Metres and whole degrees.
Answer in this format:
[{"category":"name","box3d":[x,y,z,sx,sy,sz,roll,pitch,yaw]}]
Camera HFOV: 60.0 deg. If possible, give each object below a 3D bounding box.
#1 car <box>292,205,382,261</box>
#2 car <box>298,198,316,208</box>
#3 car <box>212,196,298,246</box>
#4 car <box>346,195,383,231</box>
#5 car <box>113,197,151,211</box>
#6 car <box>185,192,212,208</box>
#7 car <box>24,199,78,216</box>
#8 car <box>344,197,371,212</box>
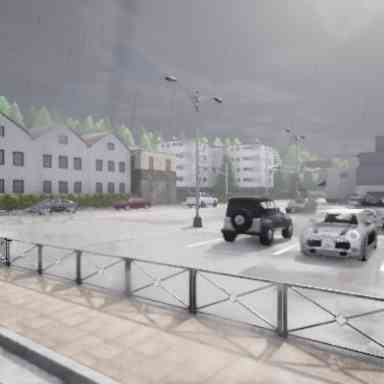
[{"category":"car","box3d":[5.128,1.366,11.493,1.970,1.475,3.806,0,0,35]},{"category":"car","box3d":[10.073,1.318,30.629,2.007,1.523,4.514,0,0,35]},{"category":"car","box3d":[2.762,1.089,13.908,1.905,1.878,3.866,0,0,35]},{"category":"car","box3d":[9.981,1.102,18.447,1.932,1.855,4.605,0,0,35]},{"category":"car","box3d":[-7.025,1.349,39.229,1.882,1.535,5.008,0,0,35]},{"category":"car","box3d":[1.348,1.084,44.991,2.150,2.045,5.566,0,0,35]},{"category":"car","box3d":[-12.947,1.363,30.872,2.128,1.511,4.902,0,0,35]},{"category":"car","box3d":[17.127,1.244,34.281,1.970,1.475,3.806,0,0,35]}]
